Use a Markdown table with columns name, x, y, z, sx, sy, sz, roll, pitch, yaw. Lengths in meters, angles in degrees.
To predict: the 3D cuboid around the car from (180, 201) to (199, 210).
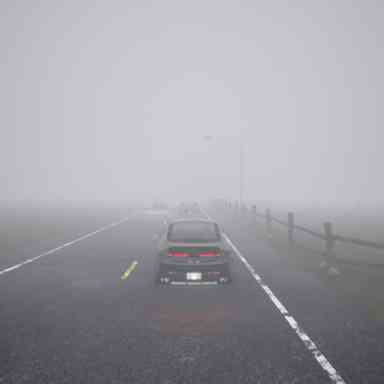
| name | x | y | z | sx | sy | sz | roll | pitch | yaw |
| --- | --- | --- | --- | --- | --- | --- | --- | --- | --- |
| car | -0.263 | 1.585 | 33.031 | 1.895 | 1.301 | 4.718 | 0 | 0 | -1 |

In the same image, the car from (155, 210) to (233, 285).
| name | x | y | z | sx | sy | sz | roll | pitch | yaw |
| --- | --- | --- | --- | --- | --- | --- | --- | --- | --- |
| car | 0.038 | 1.506 | 9.457 | 1.837 | 1.490 | 4.892 | 0 | 1 | 0 |

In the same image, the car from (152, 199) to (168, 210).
| name | x | y | z | sx | sy | sz | roll | pitch | yaw |
| --- | --- | --- | --- | --- | --- | --- | --- | --- | --- |
| car | -4.089 | 1.574 | 42.837 | 1.895 | 1.301 | 4.718 | 0 | 0 | -1 |
